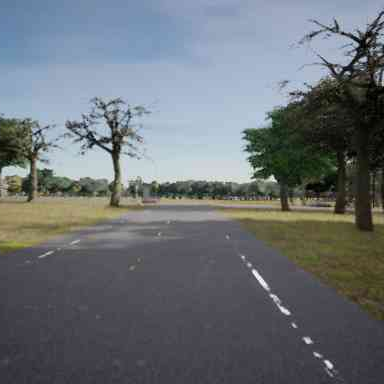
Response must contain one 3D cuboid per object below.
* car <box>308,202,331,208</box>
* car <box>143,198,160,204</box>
[{"bbox_3d":[33.090,3.350,86.323,5.357,1.411,2.033,2,0,0],"label":"car"},{"bbox_3d":[-9.656,2.139,79.573,4.181,1.385,1.994,2,0,0],"label":"car"}]
